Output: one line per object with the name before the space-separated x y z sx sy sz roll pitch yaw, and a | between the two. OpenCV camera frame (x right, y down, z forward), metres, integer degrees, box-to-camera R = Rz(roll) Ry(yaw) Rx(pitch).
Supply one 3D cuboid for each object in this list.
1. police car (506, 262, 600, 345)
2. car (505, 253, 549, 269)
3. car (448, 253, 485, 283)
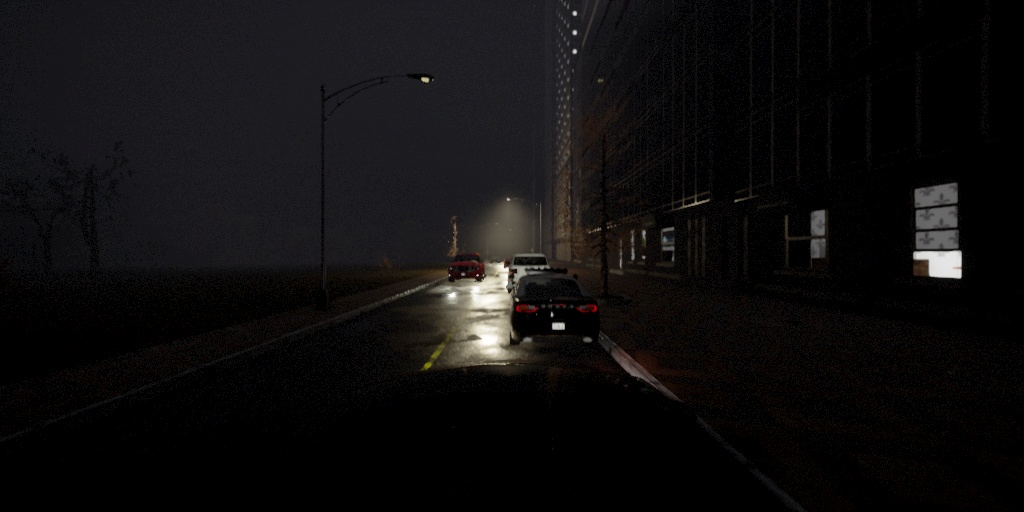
police car | 0.881 1.121 9.427 1.930 1.638 5.238 0 0 0
car | 0.857 0.851 19.347 2.150 2.045 5.566 0 0 0
car | -3.154 0.801 25.894 2.150 2.045 5.566 0 0 0
